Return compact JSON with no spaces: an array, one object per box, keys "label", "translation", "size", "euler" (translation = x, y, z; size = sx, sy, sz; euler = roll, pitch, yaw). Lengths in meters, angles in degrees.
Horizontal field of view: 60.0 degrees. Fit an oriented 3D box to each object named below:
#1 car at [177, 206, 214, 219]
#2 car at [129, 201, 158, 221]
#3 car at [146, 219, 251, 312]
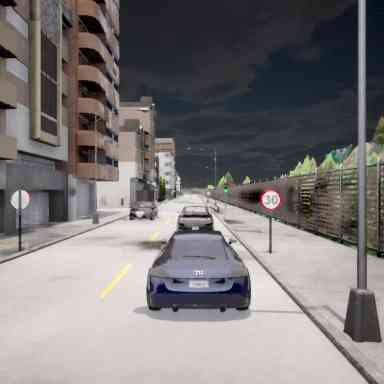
[{"label":"car","translation":[0.187,1.492,18.119],"size":[2.128,1.511,4.902],"euler":[0,0,1]},{"label":"car","translation":[-3.871,1.493,27.149],"size":[2.128,1.511,4.902],"euler":[0,0,1]},{"label":"car","translation":[0.130,1.564,7.779],"size":[1.994,1.385,4.181],"euler":[0,0,0]}]
